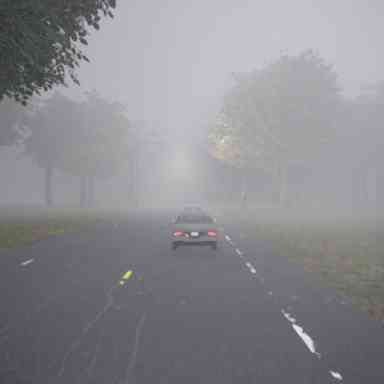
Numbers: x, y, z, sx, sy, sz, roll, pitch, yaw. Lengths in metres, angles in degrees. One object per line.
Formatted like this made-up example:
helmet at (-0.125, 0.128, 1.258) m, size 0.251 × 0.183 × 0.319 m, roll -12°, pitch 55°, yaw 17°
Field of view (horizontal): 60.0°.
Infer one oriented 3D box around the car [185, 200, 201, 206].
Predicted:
car at (0.105, 1.596, 39.068) m, size 1.895 × 1.301 × 4.718 m, roll 0°, pitch 0°, yaw 0°

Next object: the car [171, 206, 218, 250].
car at (0.102, 1.548, 14.369) m, size 2.033 × 1.411 × 5.357 m, roll 0°, pitch 0°, yaw 0°
